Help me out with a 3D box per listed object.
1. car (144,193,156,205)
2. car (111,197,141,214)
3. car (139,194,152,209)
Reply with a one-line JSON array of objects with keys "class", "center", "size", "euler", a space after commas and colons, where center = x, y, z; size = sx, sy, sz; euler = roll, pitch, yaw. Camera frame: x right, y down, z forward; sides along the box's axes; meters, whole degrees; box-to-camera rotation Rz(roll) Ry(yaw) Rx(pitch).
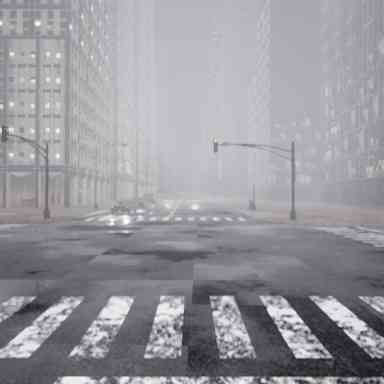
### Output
[{"class": "car", "center": [-7.312, 1.127, 56.487], "size": [2.150, 2.045, 5.566], "euler": [0, 0, 0]}, {"class": "car", "center": [-7.025, 1.548, 34.773], "size": [1.895, 1.301, 4.718], "euler": [0, 0, 2]}, {"class": "car", "center": [-7.160, 1.420, 45.030], "size": [2.128, 1.511, 4.902], "euler": [0, 0, -1]}]
